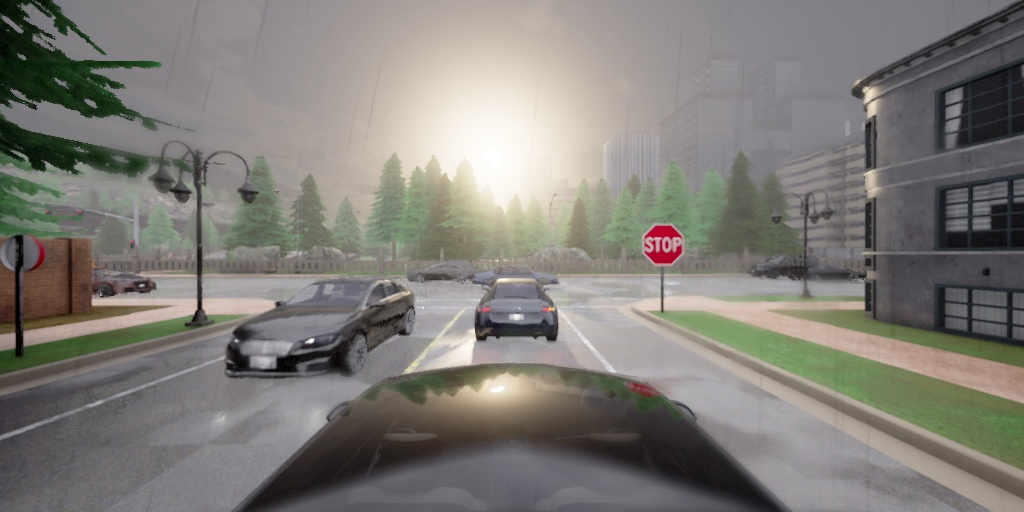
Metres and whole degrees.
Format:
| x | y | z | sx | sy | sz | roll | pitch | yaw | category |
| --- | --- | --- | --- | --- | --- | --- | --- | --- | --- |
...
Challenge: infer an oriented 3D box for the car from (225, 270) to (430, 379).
| x | y | z | sx | sy | sz | roll | pitch | yaw | category |
| --- | --- | --- | --- | --- | --- | --- | --- | --- | --- |
| -3.440 | 1.225 | 7.482 | 2.128 | 1.511 | 4.902 | 0 | 0 | 1 | car |

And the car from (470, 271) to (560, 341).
| x | y | z | sx | sy | sz | roll | pitch | yaw | category |
| --- | --- | --- | --- | --- | --- | --- | --- | --- | --- |
| 0.115 | 1.291 | 9.807 | 1.994 | 1.385 | 4.181 | 0 | 0 | 0 | car |

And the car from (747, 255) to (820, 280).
| x | y | z | sx | sy | sz | roll | pitch | yaw | category |
| --- | --- | --- | --- | --- | --- | --- | --- | --- | --- |
| 23.122 | 0.929 | 30.367 | 5.566 | 2.045 | 2.150 | 0 | 0 | -2 | car |

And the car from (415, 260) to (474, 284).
| x | y | z | sx | sy | sz | roll | pitch | yaw | category |
| --- | --- | --- | --- | --- | --- | --- | --- | --- | --- |
| -5.015 | 1.212 | 25.771 | 4.902 | 1.511 | 2.128 | 0 | 0 | -2 | car |

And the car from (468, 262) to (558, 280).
| x | y | z | sx | sy | sz | roll | pitch | yaw | category |
| --- | --- | --- | --- | --- | --- | --- | --- | --- | --- |
| 0.209 | 1.278 | 22.272 | 5.357 | 1.411 | 2.033 | 0 | 0 | -2 | car |

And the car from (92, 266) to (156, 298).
| x | y | z | sx | sy | sz | roll | pitch | yaw | category |
| --- | --- | --- | --- | --- | --- | --- | --- | --- | --- |
| -20.613 | 1.306 | 17.959 | 4.181 | 1.385 | 1.994 | 0 | 0 | -2 | car |

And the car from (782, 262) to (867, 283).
| x | y | z | sx | sy | sz | roll | pitch | yaw | category |
| --- | --- | --- | --- | --- | --- | --- | --- | --- | --- |
| 23.448 | 1.319 | 26.878 | 4.718 | 1.301 | 1.895 | 0 | 0 | -2 | car |
